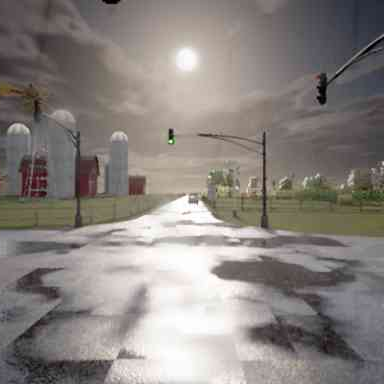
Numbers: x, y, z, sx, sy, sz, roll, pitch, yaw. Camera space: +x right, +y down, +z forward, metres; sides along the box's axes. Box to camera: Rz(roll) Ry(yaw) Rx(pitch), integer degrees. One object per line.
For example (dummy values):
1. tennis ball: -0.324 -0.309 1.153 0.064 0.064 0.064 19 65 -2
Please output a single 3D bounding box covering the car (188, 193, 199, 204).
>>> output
1. car: 0.268 1.499 63.927 2.128 1.511 4.902 0 0 0
